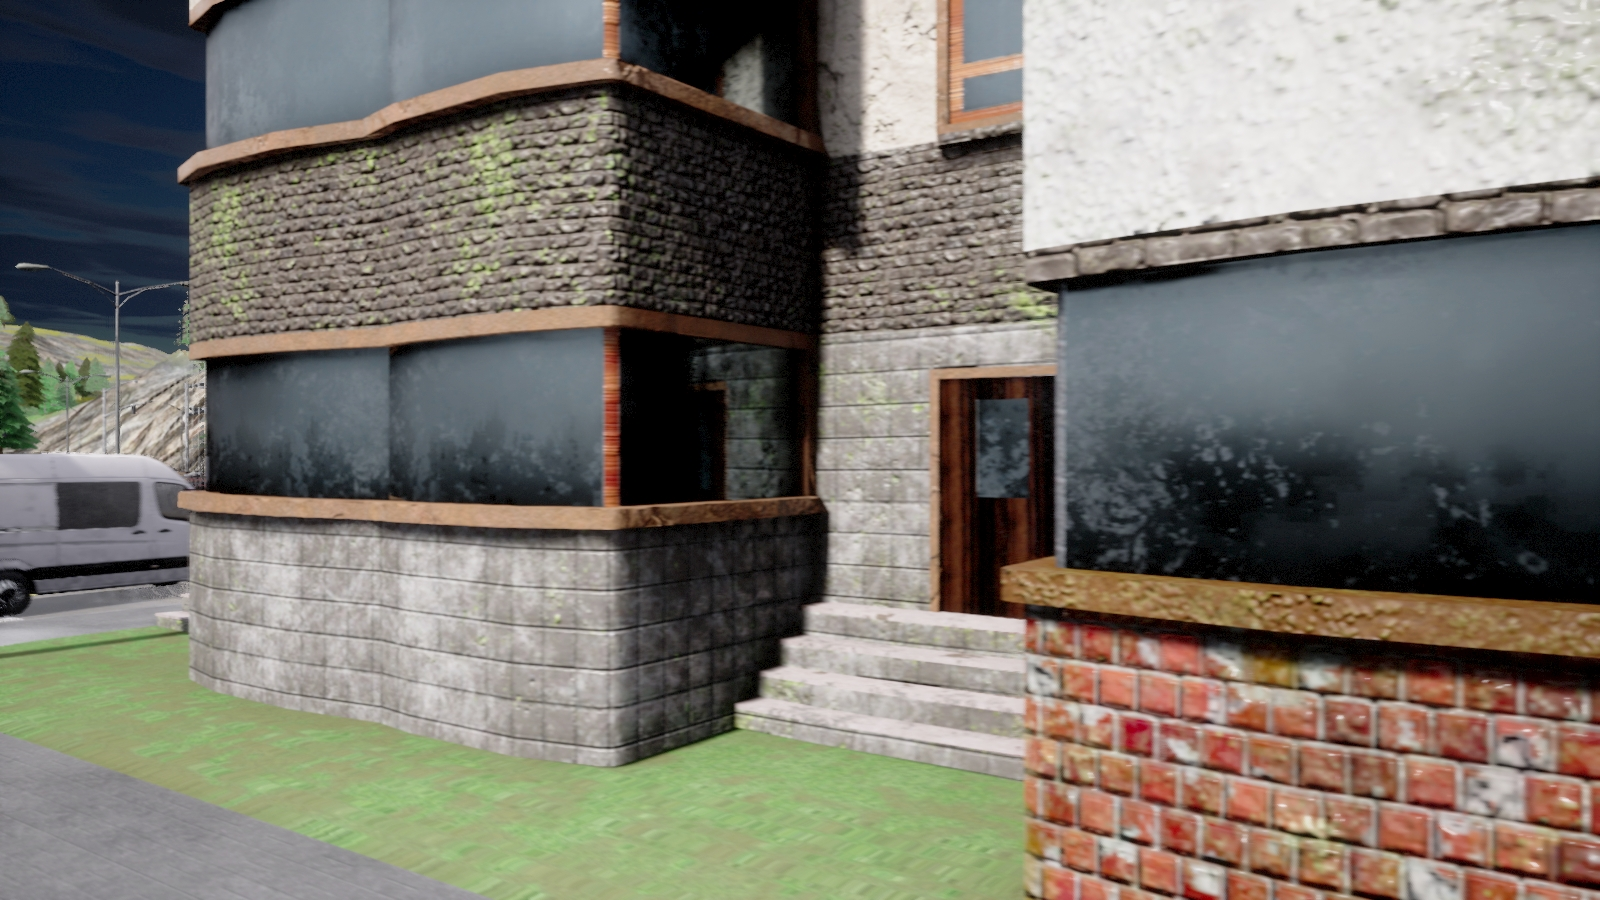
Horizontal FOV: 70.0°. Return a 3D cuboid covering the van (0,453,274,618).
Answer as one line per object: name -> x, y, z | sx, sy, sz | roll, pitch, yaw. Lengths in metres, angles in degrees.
van -> -12.425, 1.333, 19.890 | 1.988, 2.561, 5.915 | 0, 0, 29
